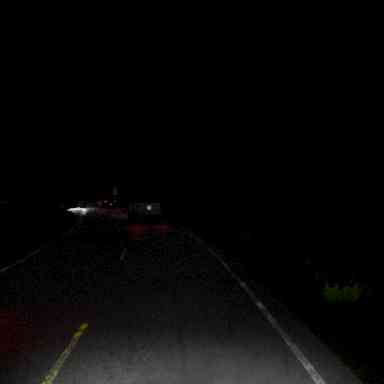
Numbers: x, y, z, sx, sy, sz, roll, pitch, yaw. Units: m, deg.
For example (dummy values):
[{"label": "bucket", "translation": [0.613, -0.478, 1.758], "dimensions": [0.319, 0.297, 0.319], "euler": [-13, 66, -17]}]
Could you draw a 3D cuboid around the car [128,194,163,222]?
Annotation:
[{"label": "car", "translation": [-3.687, 1.138, 25.861], "dimensions": [2.150, 2.045, 5.566], "euler": [0, 0, -15]}]

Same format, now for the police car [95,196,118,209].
[{"label": "police car", "translation": [-11.372, 1.376, 43.935], "dimensions": [2.038, 1.542, 4.974], "euler": [0, 0, -29]}]

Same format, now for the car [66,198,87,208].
[{"label": "car", "translation": [-15.403, 1.444, 44.169], "dimensions": [1.994, 1.385, 4.181], "euler": [0, 0, -32]}]
